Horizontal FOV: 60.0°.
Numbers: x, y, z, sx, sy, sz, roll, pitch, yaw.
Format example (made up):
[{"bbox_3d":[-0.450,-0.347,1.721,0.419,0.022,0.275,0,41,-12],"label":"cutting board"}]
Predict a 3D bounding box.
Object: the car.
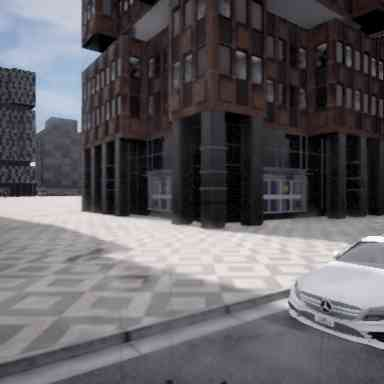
[{"bbox_3d":[3.771,1.538,6.058,4.674,1.442,1.812,0,0,-35],"label":"car"}]
